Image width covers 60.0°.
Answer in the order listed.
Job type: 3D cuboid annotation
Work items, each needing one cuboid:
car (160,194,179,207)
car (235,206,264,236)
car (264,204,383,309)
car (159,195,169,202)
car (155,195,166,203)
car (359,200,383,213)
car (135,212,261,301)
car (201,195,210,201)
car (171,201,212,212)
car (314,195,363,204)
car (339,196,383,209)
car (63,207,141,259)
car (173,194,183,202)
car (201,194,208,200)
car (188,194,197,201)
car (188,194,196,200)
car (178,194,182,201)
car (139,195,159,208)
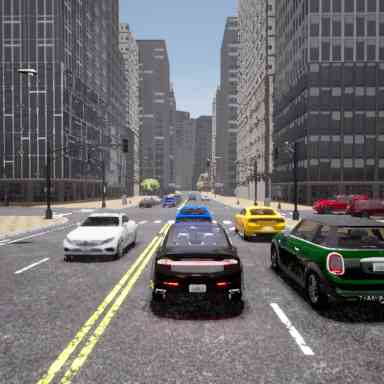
[{"bbox_3d":[-3.297,1.491,49.504,1.812,1.442,4.674,0,0,0],"label":"car"},{"bbox_3d":[3.364,1.469,17.196,1.882,1.535,5.008,0,0,0],"label":"car"},{"bbox_3d":[3.356,1.348,8.016,2.097,1.767,4.553,0,0,0],"label":"car"},{"bbox_3d":[-6.432,1.482,77.962,1.994,1.385,4.181,0,0,0],"label":"car"},{"bbox_3d":[-6.449,1.448,67.984,1.837,1.490,4.892,0,0,0],"label":"car"},{"bbox_3d":[21.842,1.642,37.673,4.829,1.417,1.752,1,0,1],"label":"car"},{"bbox_3d":[0.105,1.488,8.304,2.128,1.511,4.902,0,0,0],"label":"car"},{"bbox_3d":[3.322,1.513,80.638,1.895,1.301,4.718,0,0,0],"label":"car"},{"bbox_3d":[0.119,1.468,17.809,1.882,1.535,5.008,0,0,1],"label":"car"},{"bbox_3d":[15.737,1.327,35.175,5.566,2.045,2.150,1,1,1],"label":"car"},{"bbox_3d":[16.226,1.519,29.392,5.009,1.841,2.192,1,0,1],"label":"car"},{"bbox_3d":[-3.278,1.519,12.727,1.812,1.442,4.674,0,0,1],"label":"car"},{"bbox_3d":[-3.183,1.286,77.128,2.097,1.767,4.553,0,0,0],"label":"car"},{"bbox_3d":[3.330,1.337,90.640,1.895,1.301,4.718,0,0,0],"label":"car"},{"bbox_3d":[0.071,1.273,80.581,2.097,1.767,4.553,0,0,0],"label":"car"},{"bbox_3d":[0.080,1.267,90.614,2.128,1.511,4.902,0,0,0],"label":"car"},{"bbox_3d":[-3.274,1.519,58.249,1.994,1.385,4.181,0,0,1],"label":"car"},{"bbox_3d":[-6.542,1.513,49.076,2.033,1.411,5.357,0,0,0],"label":"car"}]
